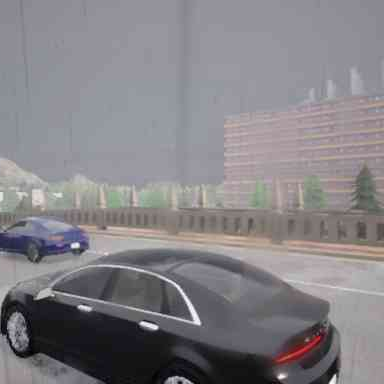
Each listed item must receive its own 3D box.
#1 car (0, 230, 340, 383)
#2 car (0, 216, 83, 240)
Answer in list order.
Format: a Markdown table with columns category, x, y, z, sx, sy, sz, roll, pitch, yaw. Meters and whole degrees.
| category | x | y | z | sx | sy | sz | roll | pitch | yaw |
| --- | --- | --- | --- | --- | --- | --- | --- | --- | --- |
| car | -0.684 | 1.534 | 4.478 | 4.892 | 1.490 | 1.837 | -1 | 0 | 35 |
| car | -5.763 | 1.645 | 12.400 | 4.674 | 1.442 | 1.812 | -1 | -1 | 35 |
